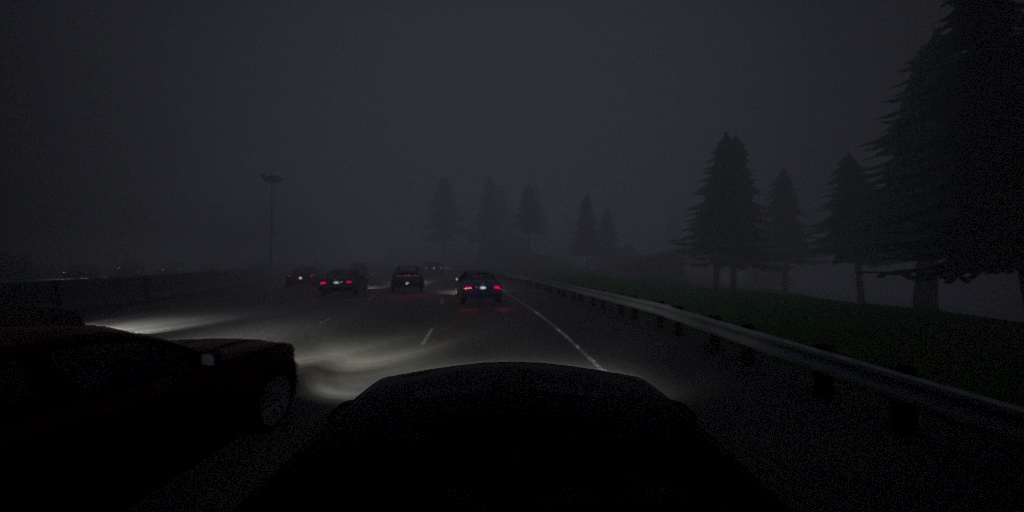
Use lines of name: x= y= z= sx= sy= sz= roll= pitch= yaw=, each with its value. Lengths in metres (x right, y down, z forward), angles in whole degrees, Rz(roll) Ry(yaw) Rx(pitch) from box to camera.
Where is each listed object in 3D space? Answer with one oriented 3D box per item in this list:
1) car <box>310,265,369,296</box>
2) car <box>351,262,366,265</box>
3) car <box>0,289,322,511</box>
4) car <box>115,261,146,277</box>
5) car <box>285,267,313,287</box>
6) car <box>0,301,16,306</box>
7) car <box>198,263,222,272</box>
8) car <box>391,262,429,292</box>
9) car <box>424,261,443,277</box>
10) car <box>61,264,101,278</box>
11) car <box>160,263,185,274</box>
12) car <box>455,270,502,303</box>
car: x=-9.535 y=1.414 z=20.604 sx=2.033 sy=1.411 sz=5.357 roll=0 pitch=0 yaw=-14
car: x=-17.066 y=1.483 z=39.691 sx=1.837 sy=1.490 sz=4.892 roll=0 pitch=-2 yaw=-28
car: x=-3.622 y=1.236 z=2.517 sx=1.882 sy=1.535 sz=5.008 roll=0 pitch=-1 yaw=-1
car: x=-43.342 y=1.369 z=40.842 sx=2.097 sy=1.767 sz=4.553 roll=0 pitch=-1 yaw=-41
car: x=-14.895 y=1.467 z=26.022 sx=1.994 sy=1.385 sz=4.181 roll=0 pitch=0 yaw=-19
car: x=-10.849 y=1.352 z=6.547 sx=1.994 sy=1.385 sz=4.181 roll=0 pitch=0 yaw=-4
car: x=-35.938 y=1.584 z=42.790 sx=1.994 sy=1.385 sz=4.181 roll=0 pitch=-1 yaw=-38
car: x=-6.611 y=1.368 z=22.785 sx=2.128 sy=1.511 sz=4.902 roll=0 pitch=0 yaw=-15
car: x=-9.050 y=1.326 z=39.216 sx=2.097 sy=1.767 sz=4.553 roll=0 pitch=0 yaw=-25
car: x=-45.177 y=1.547 z=37.739 sx=2.033 sy=1.411 sz=5.357 roll=0 pitch=0 yaw=-39
car: x=-39.791 y=1.544 z=42.092 sx=1.812 sy=1.442 sz=4.674 roll=0 pitch=-1 yaw=-40
car: x=-1.687 y=1.388 z=17.333 sx=2.033 sy=1.411 sz=5.357 roll=0 pitch=0 yaw=-11
